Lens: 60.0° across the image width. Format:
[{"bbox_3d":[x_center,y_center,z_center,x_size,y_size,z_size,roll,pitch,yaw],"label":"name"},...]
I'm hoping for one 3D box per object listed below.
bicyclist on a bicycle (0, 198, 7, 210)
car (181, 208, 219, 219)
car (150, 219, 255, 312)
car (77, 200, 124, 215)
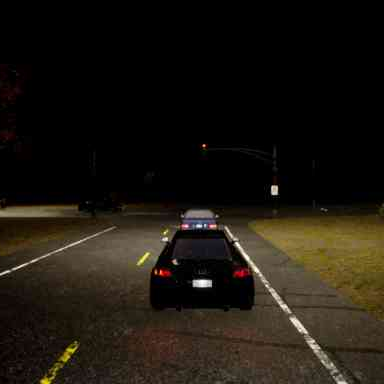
[{"bbox_3d":[-25.532,1.579,45.049,0.582,1.620,1.656,-1,0,5],"label":"bicyclist on a bicycle"},{"bbox_3d":[0.387,1.530,17.020,2.033,1.411,5.357,0,0,2],"label":"car"},{"bbox_3d":[0.198,1.558,7.792,1.994,1.385,4.181,0,0,1],"label":"car"},{"bbox_3d":[-9.929,1.606,36.104,4.902,1.511,2.128,-1,1,5],"label":"car"}]
